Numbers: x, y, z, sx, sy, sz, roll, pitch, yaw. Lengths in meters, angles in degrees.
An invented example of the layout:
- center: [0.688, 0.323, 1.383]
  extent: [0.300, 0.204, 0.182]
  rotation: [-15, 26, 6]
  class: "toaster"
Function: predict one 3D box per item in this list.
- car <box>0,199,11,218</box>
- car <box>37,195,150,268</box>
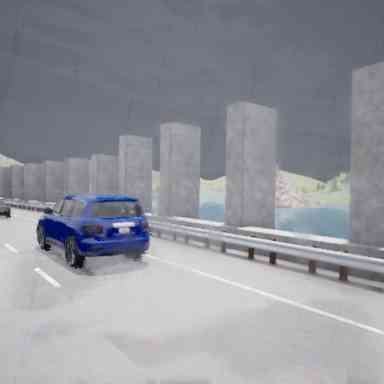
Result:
- center: [-15.135, 1.186, 25.071]
  extent: [1.994, 1.385, 4.181]
  rotation: [1, 0, -42]
  class: "car"
- center: [-3.501, 1.104, 11.219]
  extent: [2.150, 2.045, 5.566]
  rotation: [1, 0, -38]
  class: "car"
